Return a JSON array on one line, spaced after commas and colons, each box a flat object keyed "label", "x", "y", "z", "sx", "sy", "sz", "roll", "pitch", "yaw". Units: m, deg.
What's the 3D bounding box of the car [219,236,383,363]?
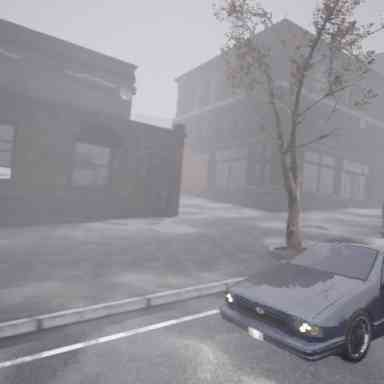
[{"label": "car", "x": 3.079, "y": 1.559, "z": 6.033, "sx": 5.357, "sy": 1.411, "sz": 2.033, "roll": 0, "pitch": 0, "yaw": -34}]
